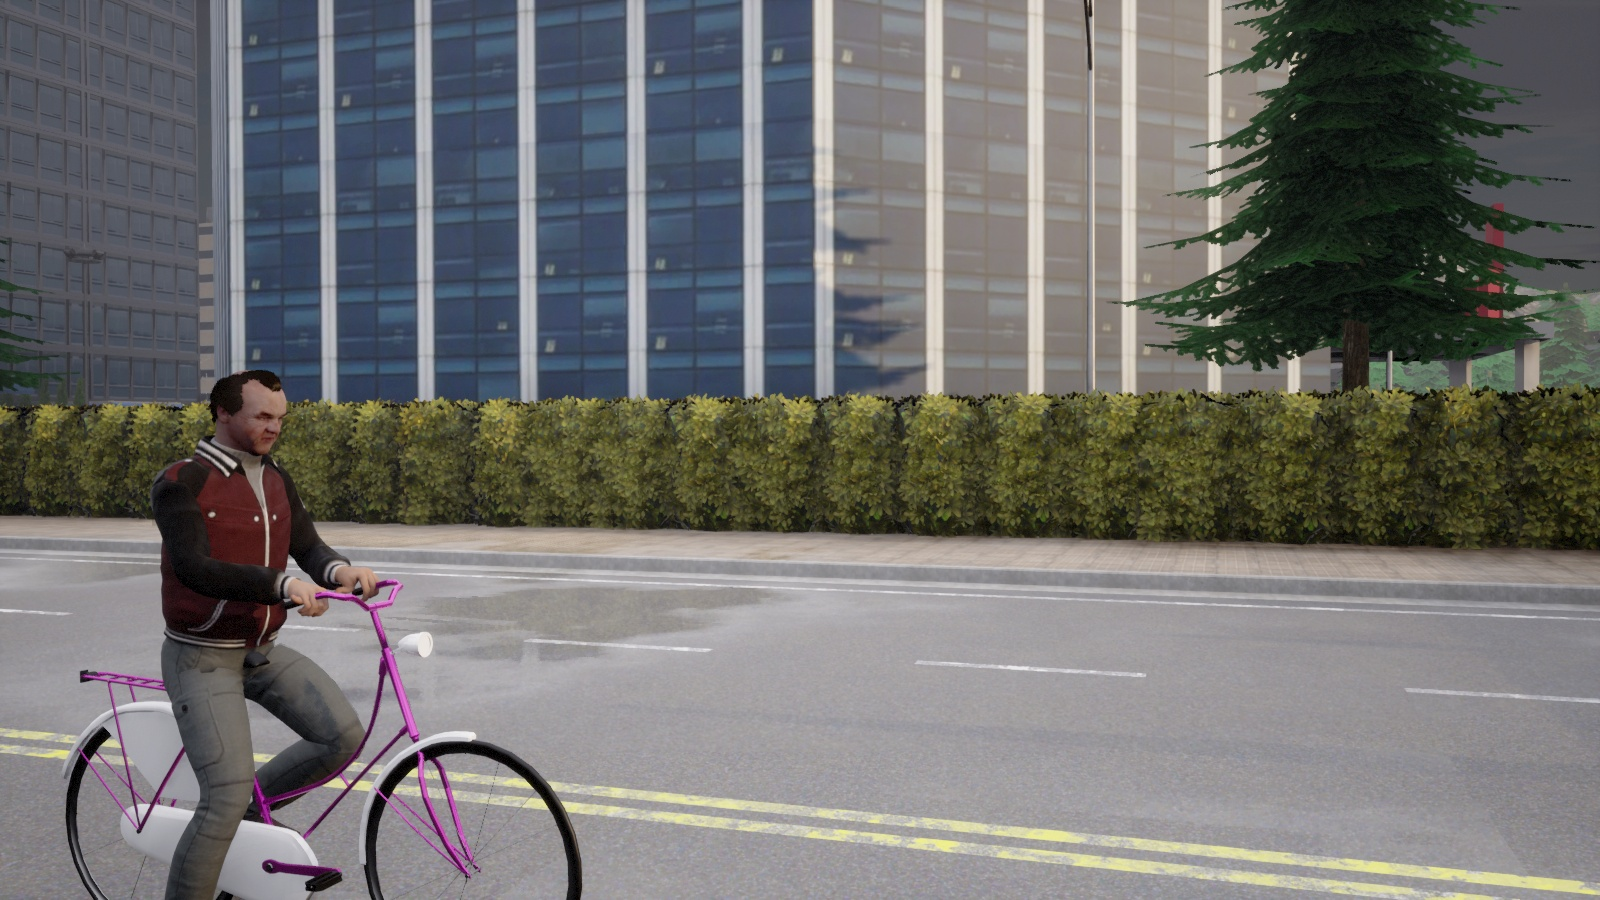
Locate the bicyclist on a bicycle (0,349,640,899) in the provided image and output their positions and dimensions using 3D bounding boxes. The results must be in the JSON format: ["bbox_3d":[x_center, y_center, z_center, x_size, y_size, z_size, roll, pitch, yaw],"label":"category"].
[{"bbox_3d":[-1.451,0.633,3.680,1.843,1.776,0.659,0,1,19],"label":"bicyclist on a bicycle"}]
